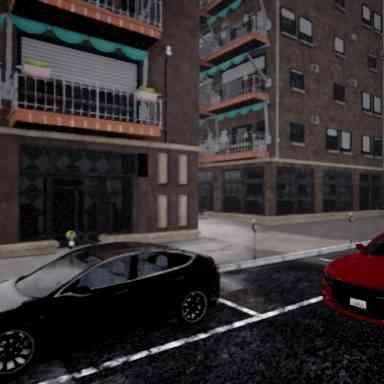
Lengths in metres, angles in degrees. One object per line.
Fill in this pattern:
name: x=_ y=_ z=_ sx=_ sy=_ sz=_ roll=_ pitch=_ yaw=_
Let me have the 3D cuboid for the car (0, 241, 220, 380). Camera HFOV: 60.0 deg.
car: x=-1.467 y=1.567 z=5.511 sx=4.313 sy=1.339 sz=1.947 roll=0 pitch=0 yaw=-35

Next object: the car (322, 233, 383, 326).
car: x=4.651 y=1.483 z=6.691 sx=5.008 sy=1.535 sz=1.882 roll=0 pitch=0 yaw=-35
